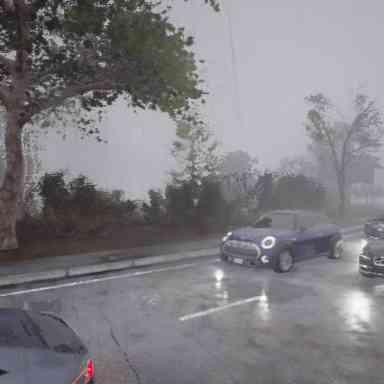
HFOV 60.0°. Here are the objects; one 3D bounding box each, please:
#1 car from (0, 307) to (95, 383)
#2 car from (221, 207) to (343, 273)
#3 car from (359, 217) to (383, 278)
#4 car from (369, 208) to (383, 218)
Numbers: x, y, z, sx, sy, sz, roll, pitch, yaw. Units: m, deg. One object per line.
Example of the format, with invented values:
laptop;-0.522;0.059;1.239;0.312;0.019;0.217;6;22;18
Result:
car;-2.779;1.576;2.162;4.181;1.385;1.994;0;0;-36
car;3.065;1.412;11.073;4.553;1.767;2.097;0;0;-40
car;6.416;1.560;9.283;4.892;1.490;1.837;1;-1;-41
car;11.091;1.617;18.228;4.902;1.511;2.128;1;-1;-44
